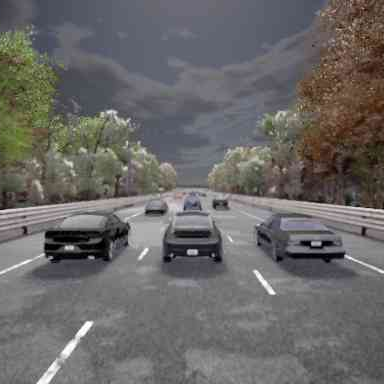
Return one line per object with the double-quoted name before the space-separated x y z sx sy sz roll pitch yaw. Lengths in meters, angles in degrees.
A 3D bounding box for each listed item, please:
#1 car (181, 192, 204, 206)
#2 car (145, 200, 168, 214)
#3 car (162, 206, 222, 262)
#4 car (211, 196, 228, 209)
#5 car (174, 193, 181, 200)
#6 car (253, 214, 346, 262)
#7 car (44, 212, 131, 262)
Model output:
"car" 0.066 1.177 40.892 2.097 1.767 4.553 0 0 0
"car" -3.449 1.431 32.964 1.994 1.385 4.181 0 0 0
"car" 0.018 1.460 11.918 1.837 1.490 4.892 0 0 0
"car" 3.568 1.290 42.998 1.882 1.535 5.008 0 0 0
"car" -3.369 0.979 81.503 2.097 1.767 4.553 0 0 0
"car" 3.516 1.497 11.910 2.033 1.411 5.357 0 0 0
"car" -3.486 1.435 11.945 1.882 1.535 5.008 0 0 0
